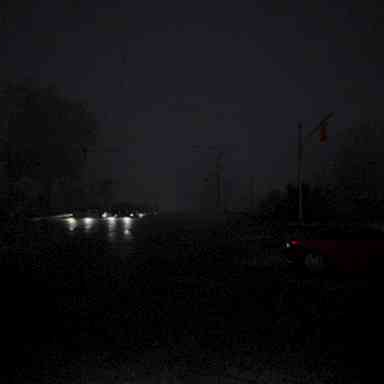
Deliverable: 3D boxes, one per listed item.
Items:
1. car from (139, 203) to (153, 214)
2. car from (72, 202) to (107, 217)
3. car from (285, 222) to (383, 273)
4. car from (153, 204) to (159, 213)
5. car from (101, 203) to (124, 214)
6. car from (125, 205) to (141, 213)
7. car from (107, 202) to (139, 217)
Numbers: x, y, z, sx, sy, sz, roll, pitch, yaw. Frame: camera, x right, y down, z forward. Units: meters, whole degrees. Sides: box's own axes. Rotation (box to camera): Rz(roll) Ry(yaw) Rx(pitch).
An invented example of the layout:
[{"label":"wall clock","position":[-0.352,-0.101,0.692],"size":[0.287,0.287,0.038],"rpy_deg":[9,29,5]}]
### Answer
[{"label":"car","position":[-7.091,2.230,45.255],"size":[2.033,1.411,5.357],"rpy_deg":[0,-3,1]},{"label":"car","position":[-10.603,1.736,34.017],"size":[1.882,1.535,5.008],"rpy_deg":[0,-1,0]},{"label":"car","position":[4.966,1.620,10.041],"size":[4.181,1.385,1.994],"rpy_deg":[0,0,9]},{"label":"car","position":[-7.027,2.929,59.509],"size":[1.882,1.535,5.008],"rpy_deg":[0,-3,1]},{"label":"car","position":[-10.592,2.209,44.500],"size":[1.994,1.385,4.181],"rpy_deg":[0,-3,0]},{"label":"car","position":[-10.518,3.054,59.545],"size":[1.895,1.301,4.718],"rpy_deg":[0,-3,0]},{"label":"car","position":[-7.101,1.786,34.893],"size":[1.837,1.490,4.892],"rpy_deg":[0,-2,0]}]
